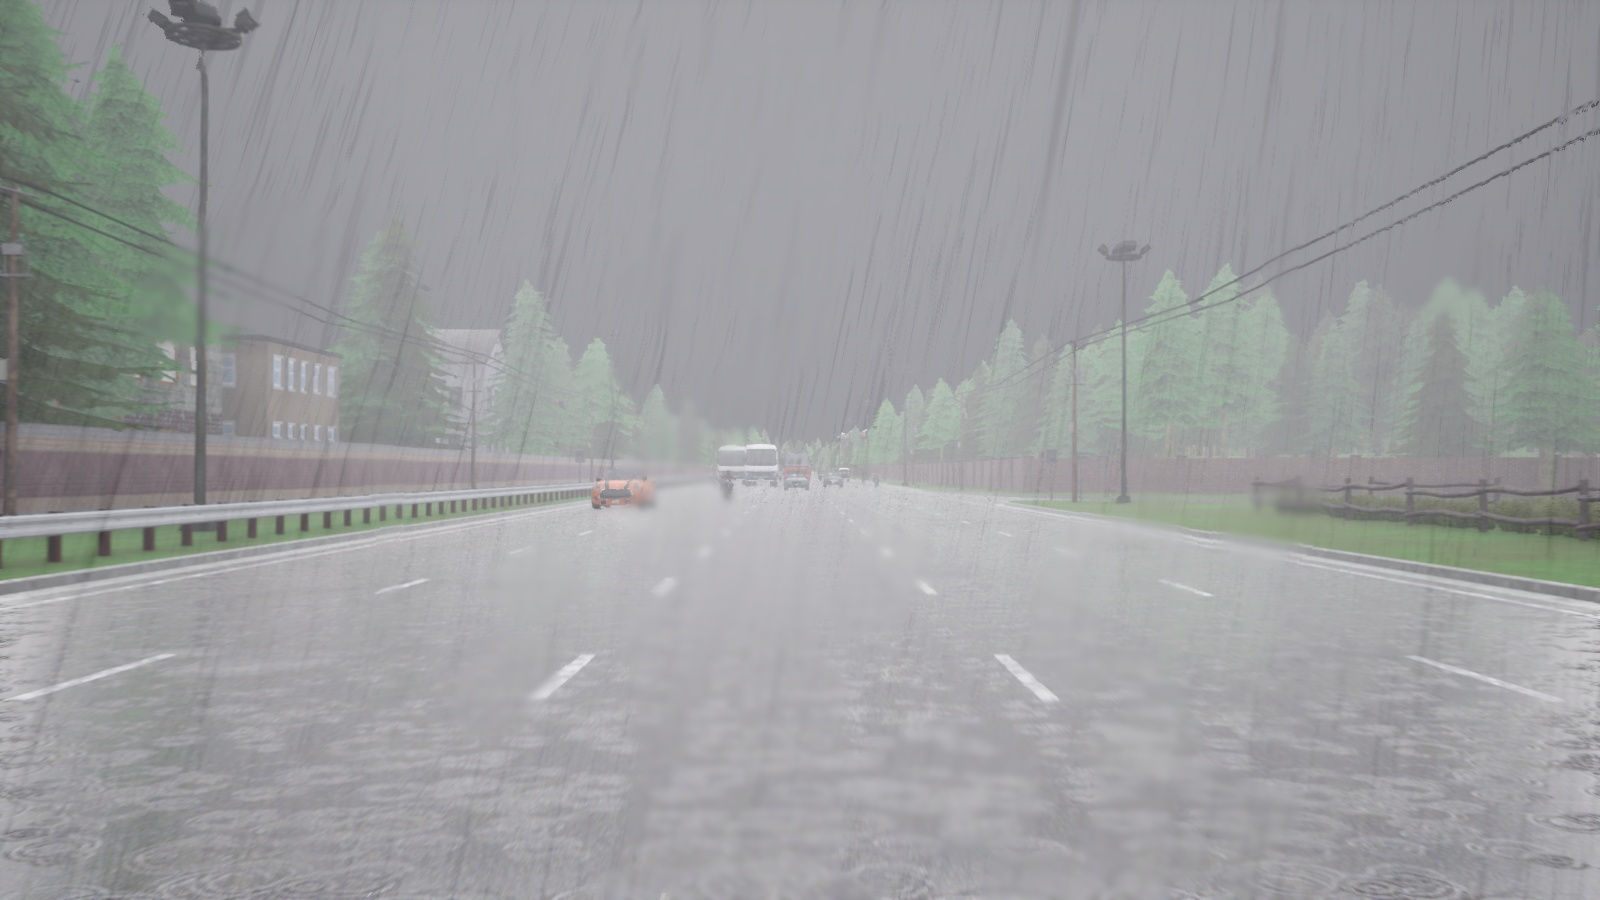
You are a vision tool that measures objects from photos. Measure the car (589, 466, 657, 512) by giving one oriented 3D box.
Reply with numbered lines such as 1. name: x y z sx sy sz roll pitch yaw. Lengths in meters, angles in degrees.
1. car: -7.126 1.554 50.977 2.097 1.767 4.553 0 -1 0
